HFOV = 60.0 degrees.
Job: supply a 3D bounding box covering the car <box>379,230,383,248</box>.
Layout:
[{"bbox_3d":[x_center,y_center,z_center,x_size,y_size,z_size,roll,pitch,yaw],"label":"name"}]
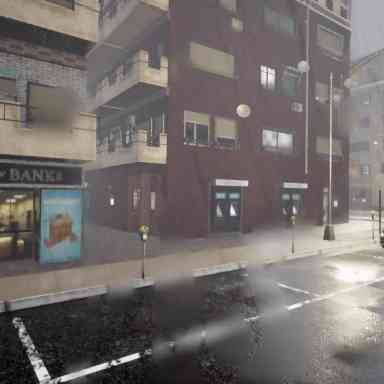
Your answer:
[{"bbox_3d":[9.116,1.554,13.164,4.403,1.369,2.008,0,1,-35],"label":"car"}]
